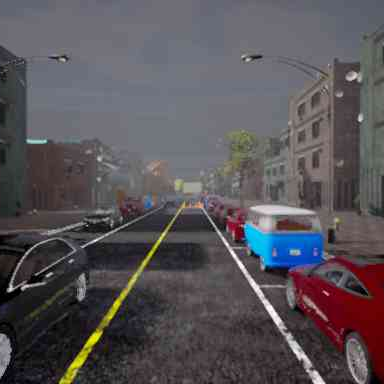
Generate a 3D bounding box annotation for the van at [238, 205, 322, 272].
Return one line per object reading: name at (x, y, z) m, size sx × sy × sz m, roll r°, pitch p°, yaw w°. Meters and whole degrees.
van at (2.686, 1.347, 10.528) m, size 1.690 × 1.788 × 3.998 m, roll -1°, pitch 0°, yaw 0°

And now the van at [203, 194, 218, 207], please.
van at (2.690, 1.365, 43.818) m, size 1.690 × 1.788 × 3.998 m, roll -1°, pitch 0°, yaw 0°

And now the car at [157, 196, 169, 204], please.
car at (-5.685, 1.579, 66.010) m, size 1.887 × 1.381 × 4.507 m, roll -1°, pitch 0°, yaw 0°

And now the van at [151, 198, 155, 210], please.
van at (-5.691, 1.362, 38.268) m, size 1.690 × 1.788 × 3.998 m, roll -1°, pitch 0°, yaw 0°

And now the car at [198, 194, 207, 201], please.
car at (2.695, 1.359, 88.205) m, size 2.192 × 1.841 × 5.009 m, roll -1°, pitch 0°, yaw 0°

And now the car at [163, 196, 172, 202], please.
car at (-5.684, 1.621, 77.106) m, size 1.802 × 1.307 × 4.206 m, roll -1°, pitch 0°, yaw 0°

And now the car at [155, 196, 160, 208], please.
car at (-5.689, 1.464, 43.817) m, size 1.967 × 1.590 × 4.097 m, roll -1°, pitch 0°, yaw 0°

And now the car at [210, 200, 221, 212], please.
car at (2.691, 1.597, 27.173) m, size 1.802 × 1.307 × 4.206 m, roll -1°, pitch 0°, yaw 0°

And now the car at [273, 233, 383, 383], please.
car at (2.689, 1.585, 4.979) m, size 1.802 × 1.307 × 4.206 m, roll -1°, pitch 0°, yaw 0°

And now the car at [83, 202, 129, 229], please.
car at (-5.690, 1.563, 21.623) m, size 2.008 × 1.369 × 4.403 m, roll -1°, pitch 0°, yaw 0°

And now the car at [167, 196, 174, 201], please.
car at (-5.683, 1.626, 88.204) m, size 1.802 × 1.307 × 4.206 m, roll -1°, pitch 0°, yaw 0°

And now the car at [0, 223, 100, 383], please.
car at (-3.100, 1.508, 5.253) m, size 1.837 × 1.490 × 4.892 m, roll 0°, pitch 0°, yaw 0°

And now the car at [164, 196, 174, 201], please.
car at (-5.684, 1.592, 82.655) m, size 2.008 × 1.369 × 4.403 m, roll -1°, pitch 0°, yaw 0°

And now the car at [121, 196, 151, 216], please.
car at (-5.691, 1.333, 32.720) m, size 2.192 × 1.841 × 5.009 m, roll -1°, pitch 0°, yaw 0°

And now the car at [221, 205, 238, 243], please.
car at (2.689, 1.554, 16.076) m, size 1.887 × 1.381 × 4.507 m, roll -1°, pitch 0°, yaw 0°

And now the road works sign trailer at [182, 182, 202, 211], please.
road works sign trailer at (0.016, 0.486, 40.099) m, size 2.380 × 3.560 × 2.880 m, roll 0°, pitch 0°, yaw 0°

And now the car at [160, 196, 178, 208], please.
car at (-3.062, 1.590, 48.654) m, size 1.994 × 1.385 × 4.181 m, roll 0°, pitch 0°, yaw 0°

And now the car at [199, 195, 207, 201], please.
car at (2.698, 1.567, 82.825) m, size 1.752 × 1.417 × 4.829 m, roll -1°, pitch 0°, yaw 0°

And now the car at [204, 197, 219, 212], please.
car at (2.692, 1.603, 38.269) m, size 1.802 × 1.307 × 4.206 m, roll -1°, pitch 0°, yaw 0°

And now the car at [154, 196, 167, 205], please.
car at (-5.687, 1.472, 60.462) m, size 1.967 × 1.590 × 4.097 m, roll -1°, pitch 0°, yaw 0°

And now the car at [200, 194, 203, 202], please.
car at (2.691, 1.341, 49.366) m, size 2.192 × 1.841 × 5.009 m, roll -1°, pitch 0°, yaw 0°

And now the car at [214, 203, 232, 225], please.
car at (2.690, 1.594, 21.624) m, size 1.802 × 1.307 × 4.206 m, roll -1°, pitch 0°, yaw 0°
